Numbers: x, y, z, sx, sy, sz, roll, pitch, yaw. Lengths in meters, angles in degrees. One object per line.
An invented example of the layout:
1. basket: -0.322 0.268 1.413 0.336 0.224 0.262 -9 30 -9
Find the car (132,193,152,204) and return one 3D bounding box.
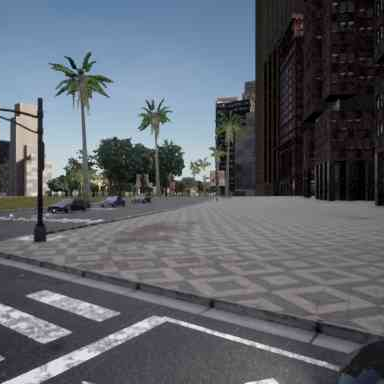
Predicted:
1. car: -8.087 0.994 53.670 2.097 1.767 4.553 0 1 11

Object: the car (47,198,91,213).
1. car: -12.444 1.362 34.196 2.033 1.411 5.357 0 0 14

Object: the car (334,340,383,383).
1. car: 3.181 1.505 1.441 4.892 1.490 1.837 0 0 34

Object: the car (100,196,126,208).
1. car: -10.218 1.259 43.590 1.812 1.442 4.674 0 1 13
